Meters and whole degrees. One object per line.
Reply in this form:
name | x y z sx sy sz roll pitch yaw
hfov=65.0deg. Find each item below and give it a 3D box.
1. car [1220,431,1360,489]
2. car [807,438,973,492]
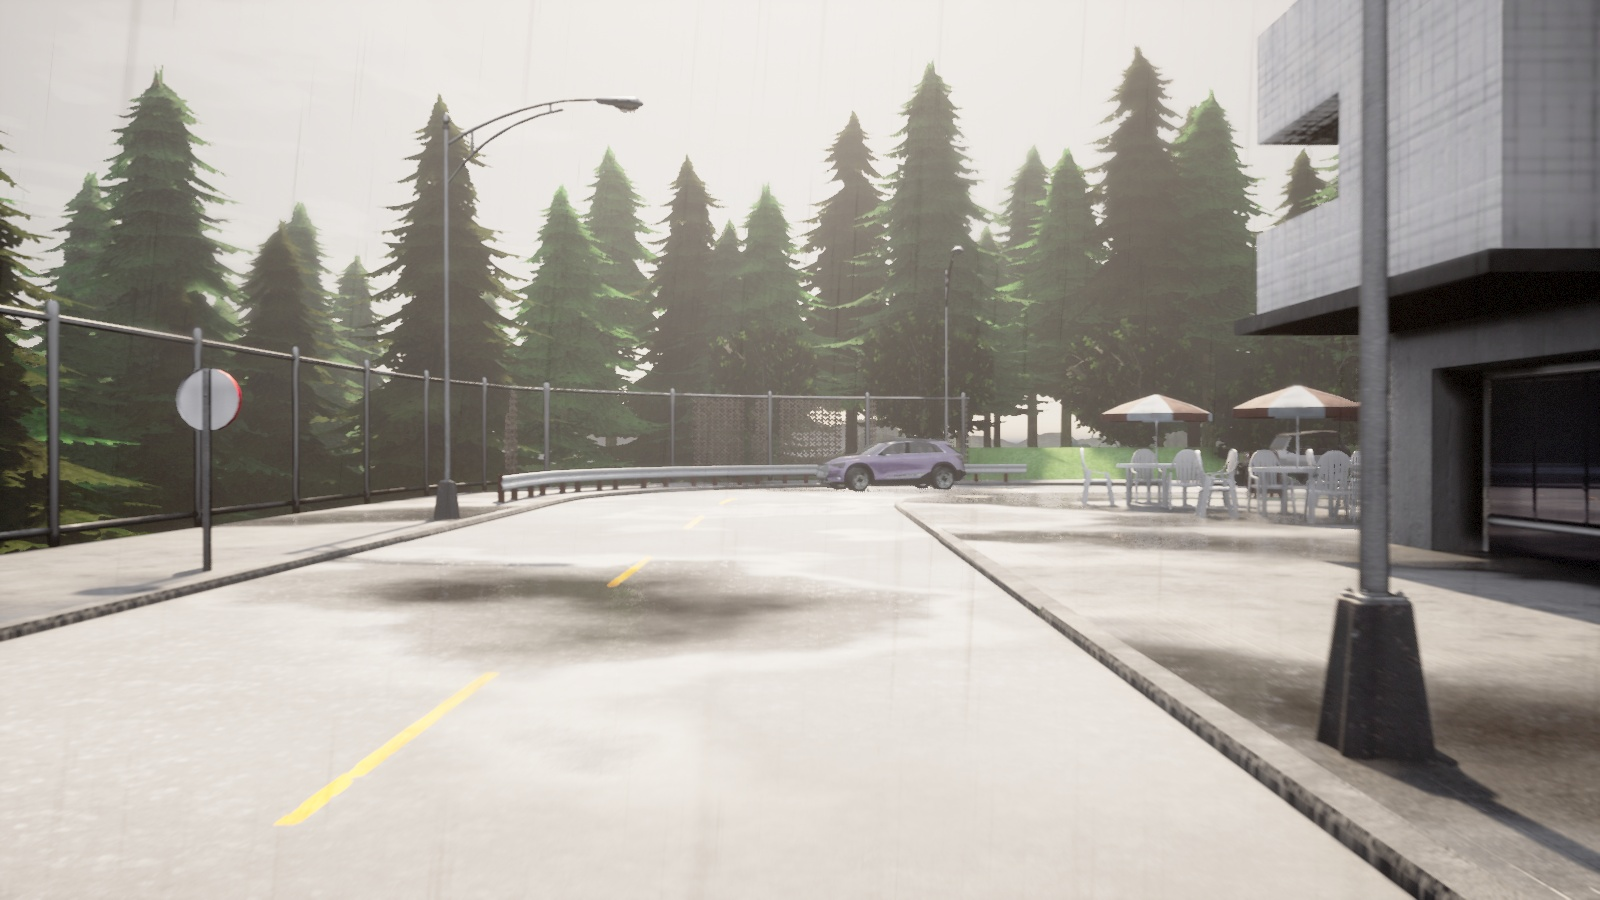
car | 16.045 0.323 41.261 3.866 1.878 1.905 0 0 0
car | 2.840 0.457 39.782 4.856 1.649 2.033 0 0 -20
